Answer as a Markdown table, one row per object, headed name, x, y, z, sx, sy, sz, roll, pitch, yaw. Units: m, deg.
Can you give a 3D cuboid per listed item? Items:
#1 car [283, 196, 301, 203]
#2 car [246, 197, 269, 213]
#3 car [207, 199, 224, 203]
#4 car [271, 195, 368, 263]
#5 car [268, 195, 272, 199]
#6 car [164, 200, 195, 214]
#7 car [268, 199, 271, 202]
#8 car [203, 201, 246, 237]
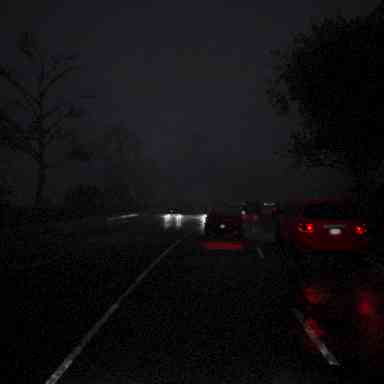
| name | x | y | z | sx | sy | sz | roll | pitch | yaw |
| --- | --- | --- | --- | --- | --- | --- | --- | --- | --- |
| car | 21.699 | 1.640 | 71.914 | 2.033 | 1.411 | 5.357 | 0 | 0 | 38 |
| car | 6.996 | 1.547 | 37.678 | 2.128 | 1.511 | 4.902 | 0 | 0 | 20 |
| car | 2.594 | 1.526 | 36.273 | 2.128 | 1.511 | 4.902 | 0 | 0 | 19 |
| car | 4.488 | 1.246 | 12.335 | 2.150 | 2.045 | 5.566 | 0 | 0 | 7 |
| car | 17.402 | 1.448 | 72.024 | 2.097 | 1.767 | 4.553 | 0 | 0 | 36 |
| car | -1.239 | 1.564 | 35.962 | 2.033 | 1.411 | 5.357 | 0 | 0 | 18 |
| car | 8.867 | 1.609 | 32.507 | 2.033 | 1.411 | 5.357 | 0 | 0 | 18 |
| car | 1.893 | 1.499 | 18.429 | 1.882 | 1.535 | 5.008 | 0 | 0 | 10 |
